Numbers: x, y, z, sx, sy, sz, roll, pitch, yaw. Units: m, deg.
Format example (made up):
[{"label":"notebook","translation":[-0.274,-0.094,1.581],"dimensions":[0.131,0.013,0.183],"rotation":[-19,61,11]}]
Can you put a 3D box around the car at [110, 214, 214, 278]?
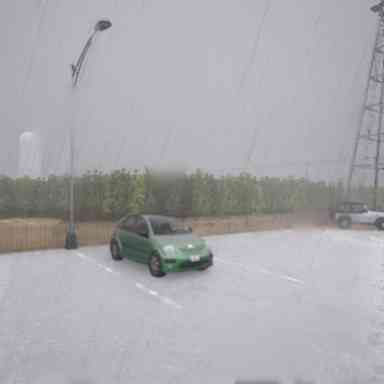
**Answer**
[{"label":"car","translation":[-1.083,1.531,10.515],"dimensions":[1.851,1.617,3.988],"rotation":[1,0,-36]}]

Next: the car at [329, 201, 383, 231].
[{"label":"car","translation":[11.271,1.561,22.209],"dimensions":[3.866,1.878,1.905],"rotation":[0,0,23]}]
